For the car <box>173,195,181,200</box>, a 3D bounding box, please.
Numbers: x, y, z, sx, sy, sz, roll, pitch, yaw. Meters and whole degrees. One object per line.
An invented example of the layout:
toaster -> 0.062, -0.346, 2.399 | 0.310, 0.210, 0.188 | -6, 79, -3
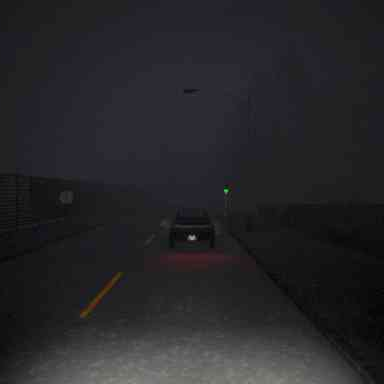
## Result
car -> -3.994, 1.475, 89.620 | 1.882, 1.535, 5.008 | 0, 0, 4

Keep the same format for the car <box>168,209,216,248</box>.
car -> 0.000, 1.492, 14.649 | 2.128, 1.511, 4.902 | 0, 0, 0
